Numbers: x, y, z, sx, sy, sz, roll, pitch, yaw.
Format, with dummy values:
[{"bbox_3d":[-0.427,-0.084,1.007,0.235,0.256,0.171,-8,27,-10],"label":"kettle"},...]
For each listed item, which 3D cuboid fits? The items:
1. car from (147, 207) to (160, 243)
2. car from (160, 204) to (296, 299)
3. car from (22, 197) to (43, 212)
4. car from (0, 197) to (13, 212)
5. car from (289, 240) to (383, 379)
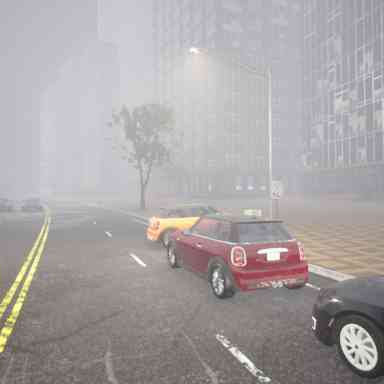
[{"bbox_3d":[0.380,1.275,14.435,4.553,1.767,2.097,-3,1,-18],"label":"car"},{"bbox_3d":[0.884,1.354,8.839,2.097,1.767,4.553,0,0,-22],"label":"car"},{"bbox_3d":[-18.826,1.388,39.382,2.097,1.767,4.553,0,0,-24],"label":"car"},{"bbox_3d":[-21.795,1.385,38.061,2.097,1.767,4.553,0,0,-24],"label":"car"},{"bbox_3d":[3.619,1.505,3.368,1.837,1.490,4.892,0,0,-35],"label":"car"}]
